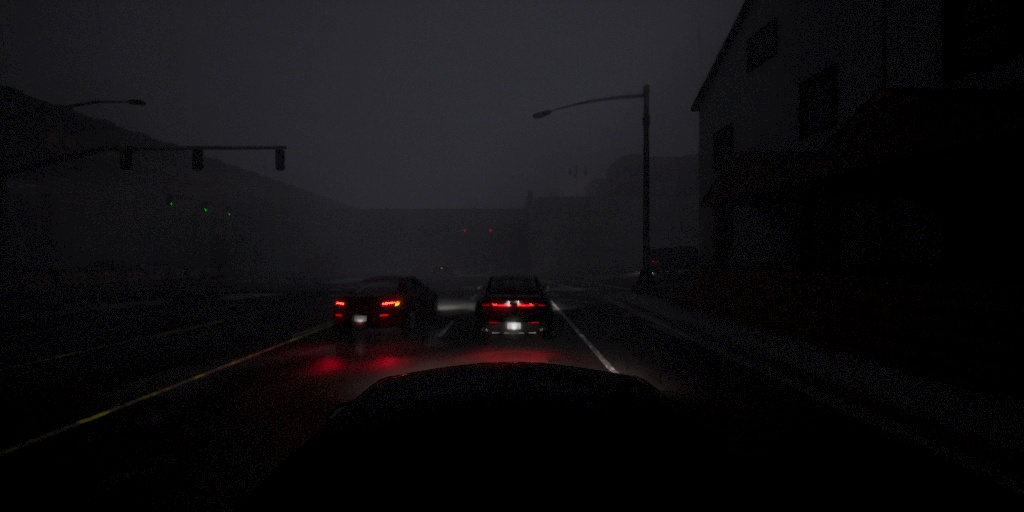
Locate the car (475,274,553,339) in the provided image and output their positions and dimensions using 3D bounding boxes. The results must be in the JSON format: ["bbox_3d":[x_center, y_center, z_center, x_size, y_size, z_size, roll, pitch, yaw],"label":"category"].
[{"bbox_3d":[0.043,1.241,10.067,1.837,1.490,4.892,0,0,0],"label":"car"}]

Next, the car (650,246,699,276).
[{"bbox_3d":[12.984,0.256,27.019,5.566,2.045,2.150,-7,0,3],"label":"car"}]

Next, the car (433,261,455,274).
[{"bbox_3d":[-7.519,1.251,39.956,1.994,1.385,4.181,0,0,-3],"label":"car"}]

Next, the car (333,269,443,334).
[{"bbox_3d":[-3.453,1.261,10.483,1.812,1.442,4.674,0,0,0],"label":"car"}]
